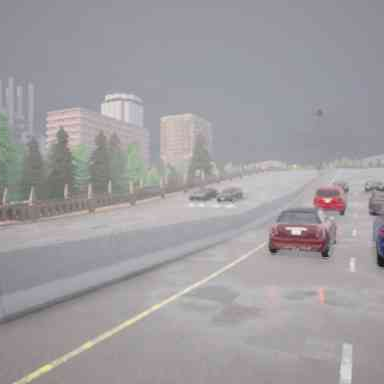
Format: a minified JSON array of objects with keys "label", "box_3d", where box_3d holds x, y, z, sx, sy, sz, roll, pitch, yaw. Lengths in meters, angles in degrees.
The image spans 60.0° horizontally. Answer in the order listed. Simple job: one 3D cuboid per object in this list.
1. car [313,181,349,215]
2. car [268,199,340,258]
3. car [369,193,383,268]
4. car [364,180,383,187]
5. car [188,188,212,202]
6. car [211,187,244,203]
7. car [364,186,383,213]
[{"label":"car","box_3d":[10.761,0.528,25.869,2.150,2.045,5.566,0,5,27]},{"label":"car","box_3d":[4.582,1.377,13.450,2.097,1.767,4.553,0,1,27]},{"label":"car","box_3d":[7.320,1.248,11.124,2.150,2.045,5.566,0,1,27]},{"label":"car","box_3d":[20.527,-0.686,37.568,1.895,1.301,4.718,0,6,27]},{"label":"car","box_3d":[1.515,0.223,38.734,2.033,1.411,5.357,0,6,27]},{"label":"car","box_3d":[4.211,0.265,36.329,1.837,1.490,4.892,0,6,27]},{"label":"car","box_3d":[14.336,0.698,25.161,2.128,1.511,4.902,0,5,27]}]
